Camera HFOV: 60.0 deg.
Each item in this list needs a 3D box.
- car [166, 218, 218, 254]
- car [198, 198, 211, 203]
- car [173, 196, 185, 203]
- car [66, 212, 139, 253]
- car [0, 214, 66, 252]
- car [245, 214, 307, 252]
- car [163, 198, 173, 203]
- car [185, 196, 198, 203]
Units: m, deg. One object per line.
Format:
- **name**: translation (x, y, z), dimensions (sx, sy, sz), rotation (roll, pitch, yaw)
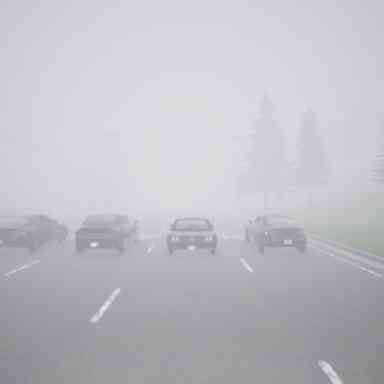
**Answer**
- **car**: translation (-0.001, 1.733, 14.106), dimensions (1.895, 1.301, 4.718), rotation (0, 0, 0)
- **car**: translation (3.486, 2.312, 91.791), dimensions (1.882, 1.535, 5.008), rotation (0, -1, 0)
- **car**: translation (-3.514, 2.448, 92.159), dimensions (1.895, 1.301, 4.718), rotation (0, -1, 0)
- **car**: translation (-3.499, 1.642, 14.313), dimensions (1.837, 1.490, 4.892), rotation (0, 0, 0)
- **car**: translation (-6.998, 1.661, 14.375), dimensions (1.812, 1.442, 4.674), rotation (0, 0, 0)
- **car**: translation (3.502, 1.661, 14.377), dimensions (1.812, 1.442, 4.674), rotation (0, 0, 0)
- **car**: translation (-7.014, 2.351, 92.453), dimensions (1.837, 1.490, 4.892), rotation (0, -1, 0)
- **car**: translation (-0.014, 2.359, 91.790), dimensions (2.128, 1.511, 4.902), rotation (0, -1, 0)
